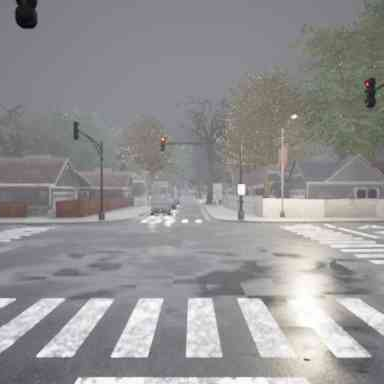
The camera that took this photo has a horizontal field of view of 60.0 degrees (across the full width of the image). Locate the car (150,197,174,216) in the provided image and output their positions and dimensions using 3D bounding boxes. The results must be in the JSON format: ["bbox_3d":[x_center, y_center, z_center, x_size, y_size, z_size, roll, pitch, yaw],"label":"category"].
[{"bbox_3d":[-3.065,1.541,33.580,1.837,1.490,4.892,0,0,-2],"label":"car"}]

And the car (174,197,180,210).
[{"bbox_3d":[-3.078,1.531,44.695,1.882,1.535,5.008,0,0,0],"label":"car"}]

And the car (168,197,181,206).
[{"bbox_3d":[-3.080,1.641,58.262,1.994,1.385,4.181,0,0,0],"label":"car"}]
